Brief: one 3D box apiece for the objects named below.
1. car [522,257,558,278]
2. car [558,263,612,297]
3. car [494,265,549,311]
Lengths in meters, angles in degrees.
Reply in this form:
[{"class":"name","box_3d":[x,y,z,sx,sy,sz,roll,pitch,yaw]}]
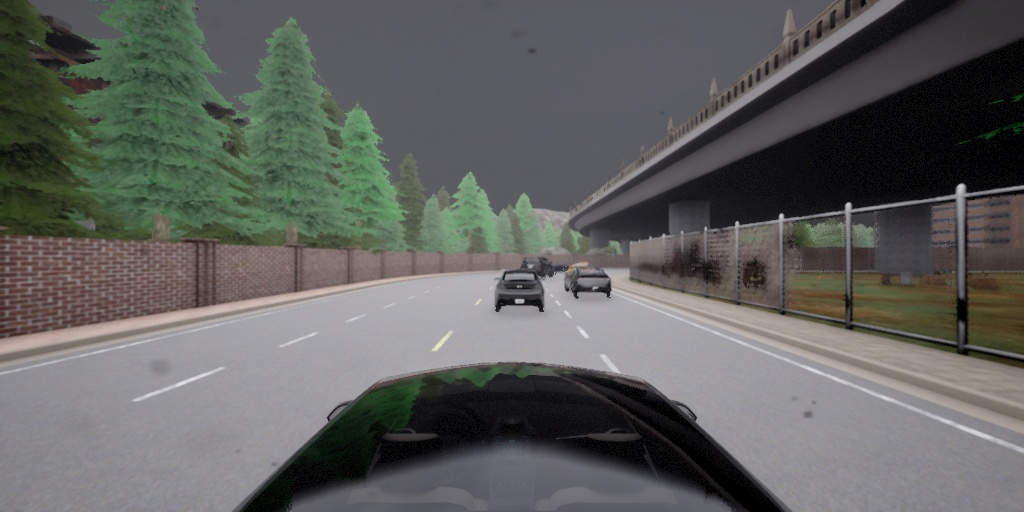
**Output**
[{"class":"car","box_3d":[2.464,1.087,33.717,2.150,2.045,5.566,0,0,18]},{"class":"car","box_3d":[3.922,1.305,19.073,2.128,1.511,4.902,0,0,1]},{"class":"car","box_3d":[0.318,1.303,14.838,1.837,1.490,4.892,0,0,1]}]
